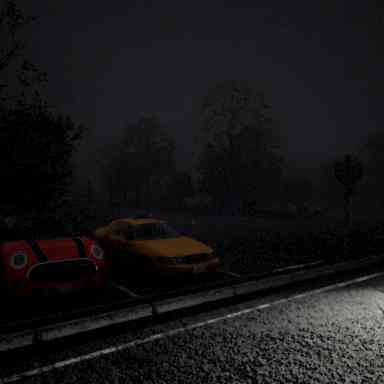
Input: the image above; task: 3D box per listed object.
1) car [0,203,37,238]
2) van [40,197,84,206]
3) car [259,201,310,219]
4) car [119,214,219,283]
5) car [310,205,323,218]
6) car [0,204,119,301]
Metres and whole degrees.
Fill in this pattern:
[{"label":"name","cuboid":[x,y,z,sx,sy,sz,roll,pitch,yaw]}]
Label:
[{"label":"car","cuboid":[-10.526,1.475,19.081,1.946,1.575,5.366,0,0,-36]},{"label":"van","cuboid":[-8.083,1.266,20.472,1.878,1.987,4.442,0,0,-36]},{"label":"car","cuboid":[8.724,1.844,32.709,2.002,1.452,4.674,2,-1,-36]},{"label":"car","cuboid":[-1.390,1.484,10.089,1.946,1.575,5.366,0,0,-36]},{"label":"car","cuboid":[11.271,1.746,34.603,2.185,1.767,4.553,1,-1,-36]},{"label":"car","cuboid":[-3.881,1.347,8.557,2.185,1.767,4.553,0,0,-36]}]
